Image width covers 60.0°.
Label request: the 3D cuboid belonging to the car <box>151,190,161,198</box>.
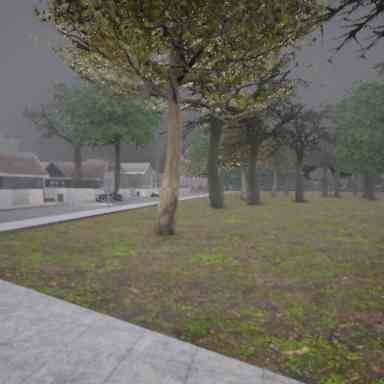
[{"bbox_3d":[-5.688,0.299,58.953,2.033,1.411,5.357,1,1,11],"label":"car"}]

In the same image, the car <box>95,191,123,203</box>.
[{"bbox_3d":[-9.738,0.569,39.325,1.994,1.385,4.181,1,1,11],"label":"car"}]
